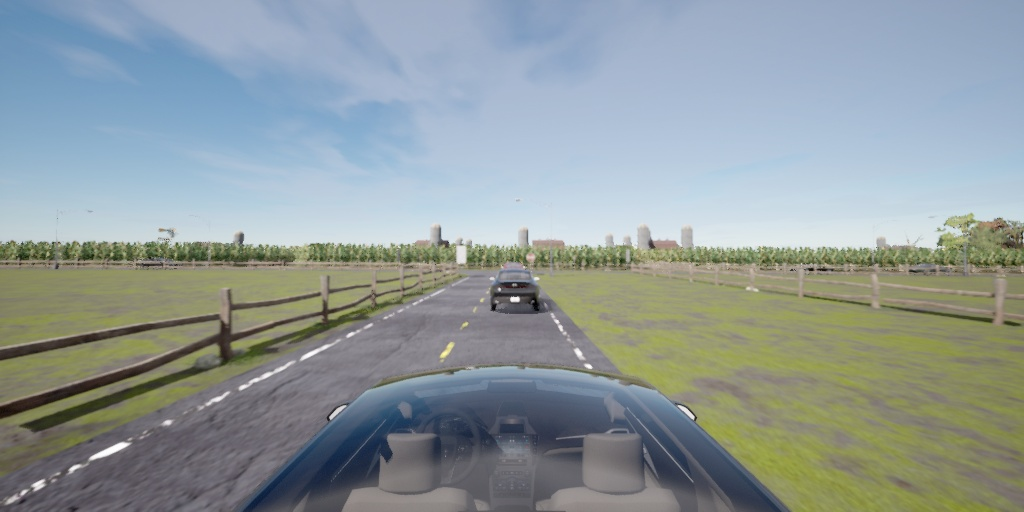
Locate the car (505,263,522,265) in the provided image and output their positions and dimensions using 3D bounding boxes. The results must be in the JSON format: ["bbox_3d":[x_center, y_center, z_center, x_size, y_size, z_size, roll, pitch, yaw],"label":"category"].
[{"bbox_3d":[0.110,1.280,29.879,1.882,1.535,5.008,0,0,0],"label":"car"}]

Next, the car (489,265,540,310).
[{"bbox_3d":[0.104,1.280,14.896,1.837,1.490,4.892,0,0,0],"label":"car"}]

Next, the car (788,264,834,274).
[{"bbox_3d":[39.169,1.740,46.944,4.718,1.301,1.895,1,-1,0],"label":"car"}]
